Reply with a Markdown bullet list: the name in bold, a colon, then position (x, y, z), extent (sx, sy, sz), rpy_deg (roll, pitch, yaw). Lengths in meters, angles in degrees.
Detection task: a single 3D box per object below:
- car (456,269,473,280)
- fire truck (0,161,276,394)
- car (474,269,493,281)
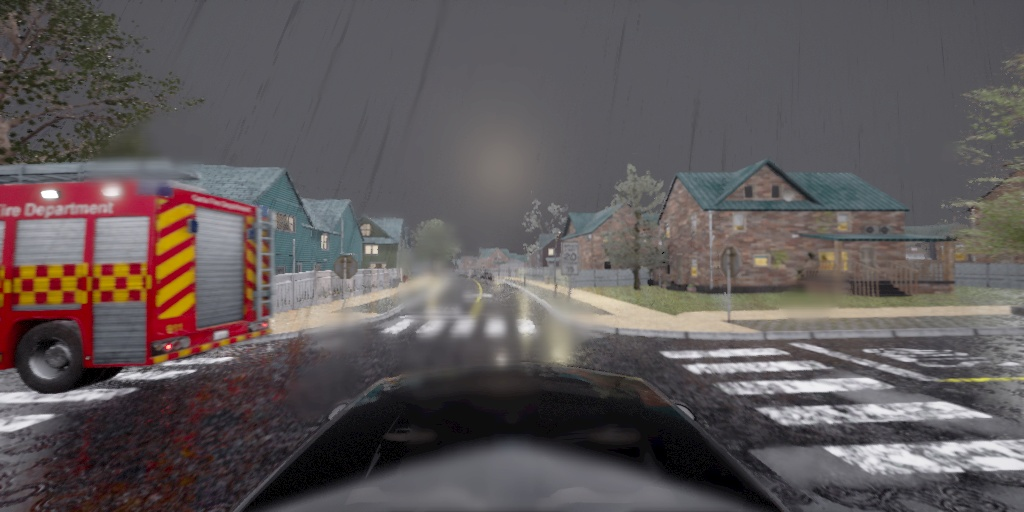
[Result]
- **car**: position (-7.285, 2.750, 53.318), extent (1.837, 1.490, 4.892), rpy_deg (0, -2, -10)
- **fire truck**: position (-9.769, 0.378, 7.087), extent (8.468, 3.827, 2.891), rpy_deg (-2, -2, 0)
- **car**: position (-3.752, 2.624, 49.269), extent (1.837, 1.490, 4.892), rpy_deg (0, -2, -10)
